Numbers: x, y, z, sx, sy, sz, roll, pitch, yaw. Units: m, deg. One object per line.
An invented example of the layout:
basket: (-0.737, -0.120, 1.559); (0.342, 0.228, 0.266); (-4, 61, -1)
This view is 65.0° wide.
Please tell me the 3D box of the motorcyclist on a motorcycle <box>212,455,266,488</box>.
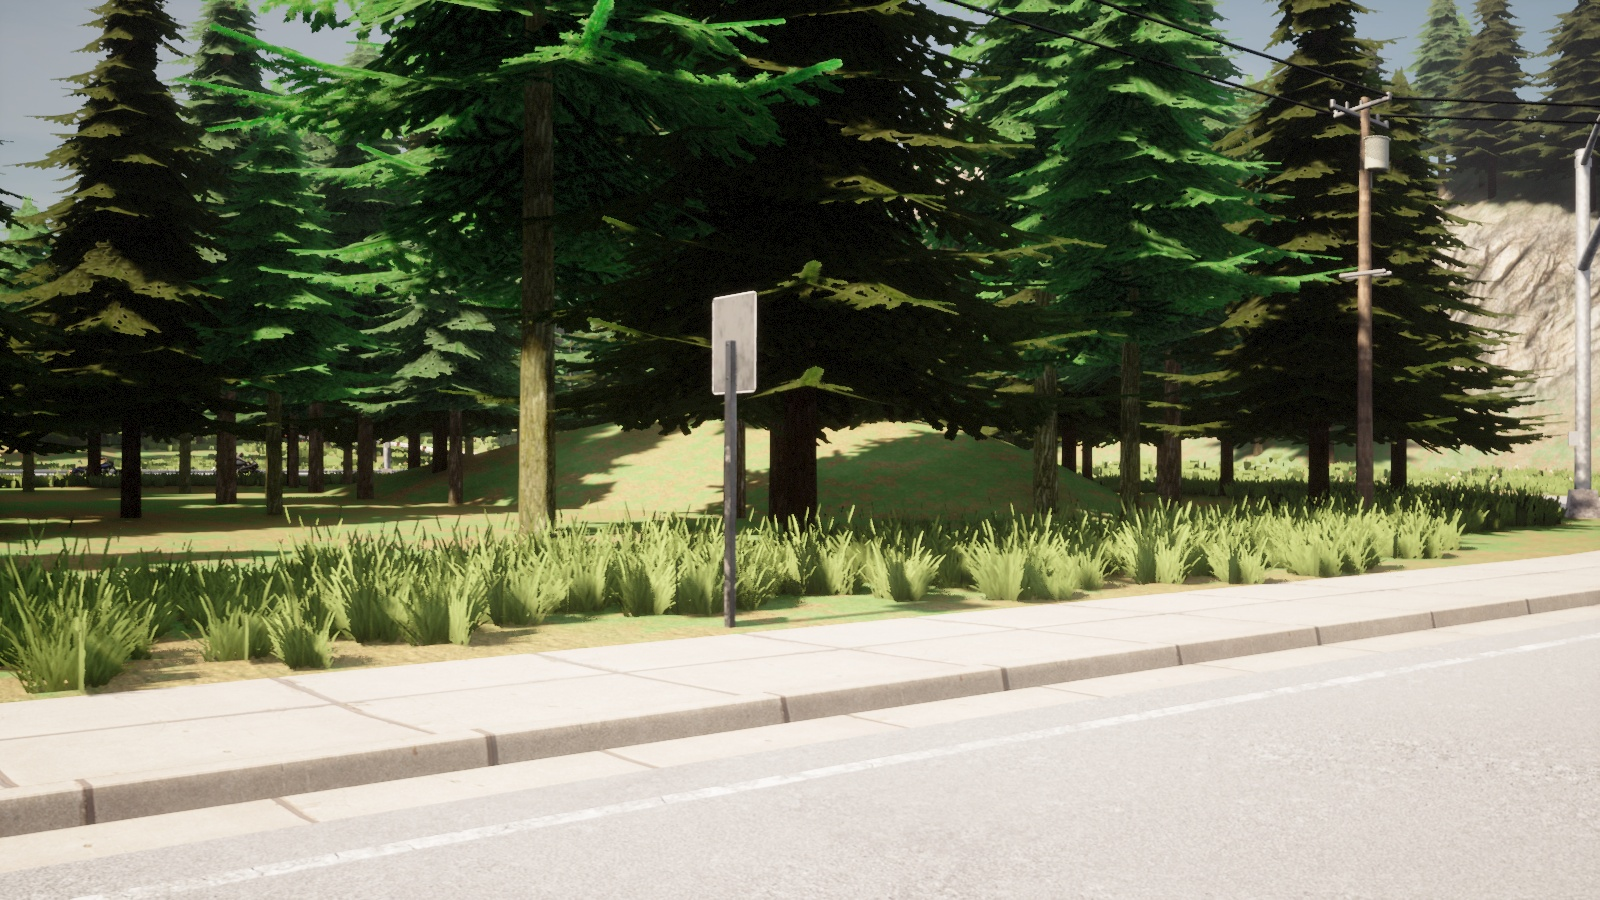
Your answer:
motorcyclist on a motorcycle: (-26.312, 0.986, 58.876); (2.191, 1.530, 0.866); (0, 0, -35)

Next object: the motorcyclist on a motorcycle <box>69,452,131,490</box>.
motorcyclist on a motorcycle: (-30.997, 0.900, 55.613); (2.350, 1.649, 0.766); (0, 0, -35)
